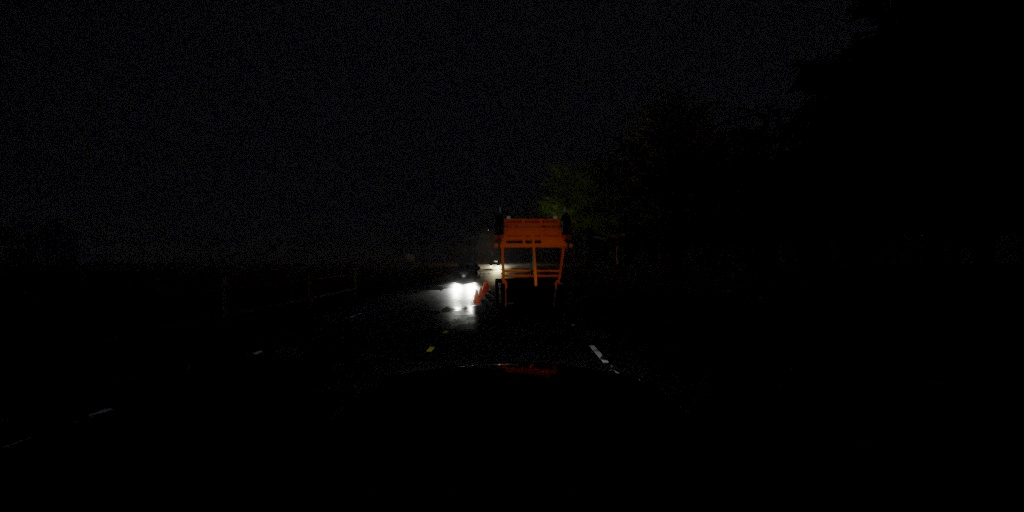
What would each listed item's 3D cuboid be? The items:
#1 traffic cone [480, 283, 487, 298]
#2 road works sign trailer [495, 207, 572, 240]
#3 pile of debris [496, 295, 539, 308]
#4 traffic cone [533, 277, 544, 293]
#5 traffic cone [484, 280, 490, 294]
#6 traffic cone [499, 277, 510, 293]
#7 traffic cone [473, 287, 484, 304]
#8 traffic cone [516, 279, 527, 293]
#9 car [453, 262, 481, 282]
[{"bbox_3d":[-1.459,1.691,16.908,0.340,0.580,0.340,0,0,0],"label":"traffic cone"},{"bbox_3d":[0.629,-2.366,10.118,2.380,3.560,2.880,0,0,0],"label":"road works sign trailer"},{"bbox_3d":[0.022,1.903,14.912,1.860,0.140,1.500,0,0,0],"label":"pile of debris"},{"bbox_3d":[1.545,1.687,20.903,0.340,0.580,0.340,0,0,0],"label":"traffic cone"},{"bbox_3d":[-1.456,1.689,18.909,0.340,0.580,0.340,0,0,0],"label":"traffic cone"},{"bbox_3d":[-0.453,1.687,20.906,0.340,0.580,0.340,0,0,0],"label":"traffic cone"},{"bbox_3d":[-1.462,1.693,14.909,0.340,0.580,0.340,0,0,0],"label":"traffic cone"},{"bbox_3d":[0.546,1.687,20.905,0.340,0.580,0.340,0,0,0],"label":"traffic cone"},{"bbox_3d":[-3.550,1.213,28.927,2.128,1.511,4.902,0,0,0],"label":"car"}]
